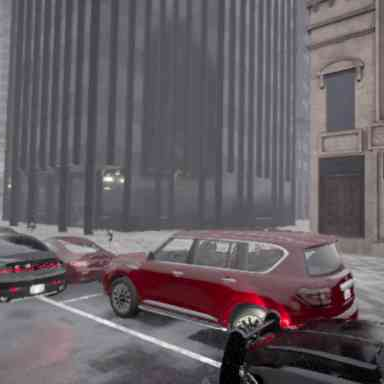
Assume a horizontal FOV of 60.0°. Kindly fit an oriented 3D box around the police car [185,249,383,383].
[{"bbox_3d":[2.597,1.581,2.255,5.238,1.638,1.930,-1,-3,39],"label":"police car"}]

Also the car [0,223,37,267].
[{"bbox_3d":[-8.297,2.031,13.427,4.313,1.339,1.947,-1,-3,39],"label":"car"}]

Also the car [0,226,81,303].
[{"bbox_3d":[-5.100,1.806,8.462,4.892,1.490,1.837,-1,-3,39],"label":"car"}]

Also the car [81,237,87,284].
[{"bbox_3d":[-3.938,1.965,9.908,4.206,1.307,1.802,-1,-3,39],"label":"car"}]

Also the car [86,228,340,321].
[{"bbox_3d":[0.424,1.617,6.401,5.009,1.841,2.192,-1,-3,39],"label":"car"}]
